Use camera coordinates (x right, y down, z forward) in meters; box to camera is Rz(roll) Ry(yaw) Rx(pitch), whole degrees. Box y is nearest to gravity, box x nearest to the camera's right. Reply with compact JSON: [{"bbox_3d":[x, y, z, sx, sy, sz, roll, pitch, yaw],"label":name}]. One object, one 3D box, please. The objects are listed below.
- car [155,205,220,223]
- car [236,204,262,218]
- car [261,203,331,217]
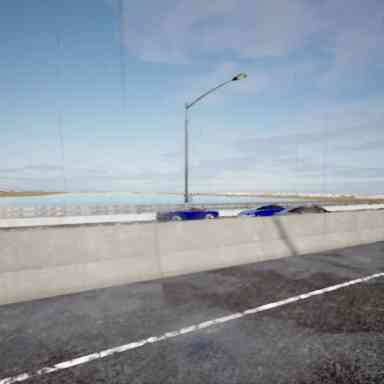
[{"bbox_3d":[-0.321,1.638,24.682,4.718,1.301,1.895,0,0,-35],"label":"car"},{"bbox_3d":[5.361,1.577,24.397,4.674,1.442,1.812,0,0,-35],"label":"car"},{"bbox_3d":[6.985,1.556,21.260,4.892,1.490,1.837,0,0,-35],"label":"car"}]
